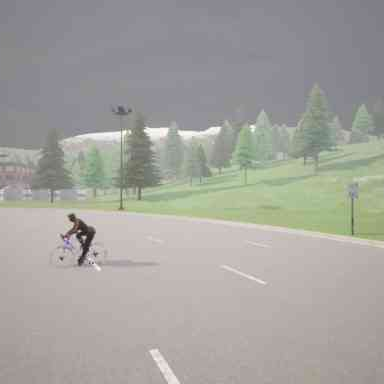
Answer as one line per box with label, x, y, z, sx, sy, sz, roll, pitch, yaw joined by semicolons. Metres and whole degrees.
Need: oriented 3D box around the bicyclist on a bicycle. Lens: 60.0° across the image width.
bicyclist on a bicycle;-3.420;1.455;10.013;1.656;1.620;0.582;-2;1;-25
